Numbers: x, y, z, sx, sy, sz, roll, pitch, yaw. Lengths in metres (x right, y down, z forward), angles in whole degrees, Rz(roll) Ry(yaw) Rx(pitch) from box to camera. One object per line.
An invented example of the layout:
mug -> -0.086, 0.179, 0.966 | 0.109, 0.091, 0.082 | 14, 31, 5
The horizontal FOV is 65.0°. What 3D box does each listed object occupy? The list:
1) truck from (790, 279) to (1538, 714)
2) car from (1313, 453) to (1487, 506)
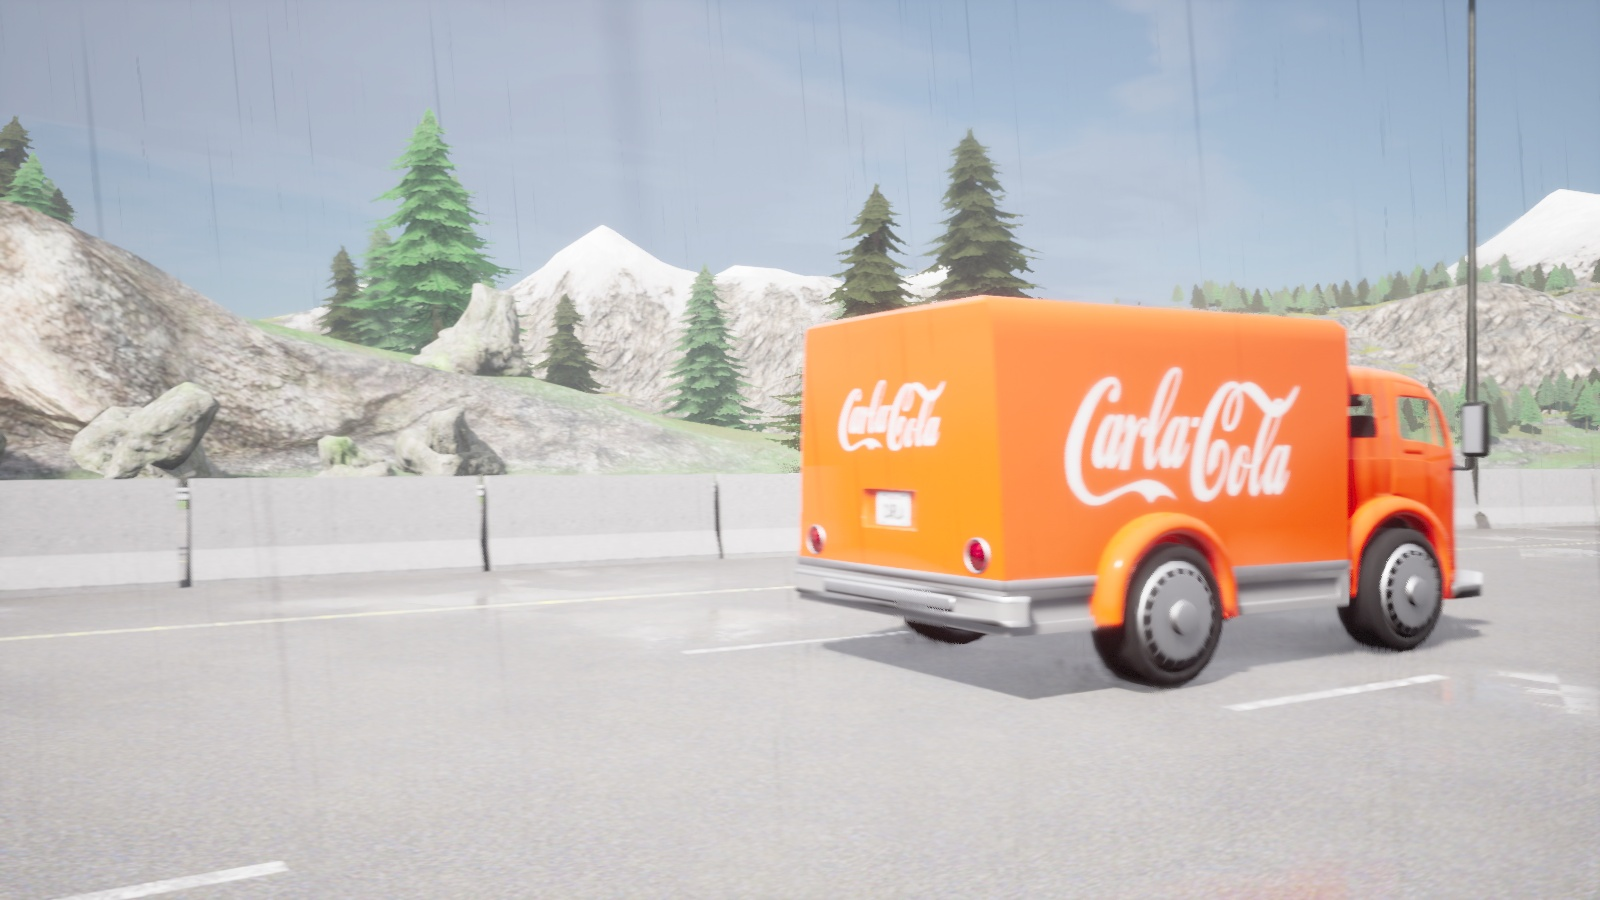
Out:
truck -> 2.841, 0.274, 9.587 | 5.204, 2.467, 2.627 | 0, -1, -31
car -> 17.259, 0.819, 36.136 | 4.674, 1.442, 1.812 | 0, 0, -21
